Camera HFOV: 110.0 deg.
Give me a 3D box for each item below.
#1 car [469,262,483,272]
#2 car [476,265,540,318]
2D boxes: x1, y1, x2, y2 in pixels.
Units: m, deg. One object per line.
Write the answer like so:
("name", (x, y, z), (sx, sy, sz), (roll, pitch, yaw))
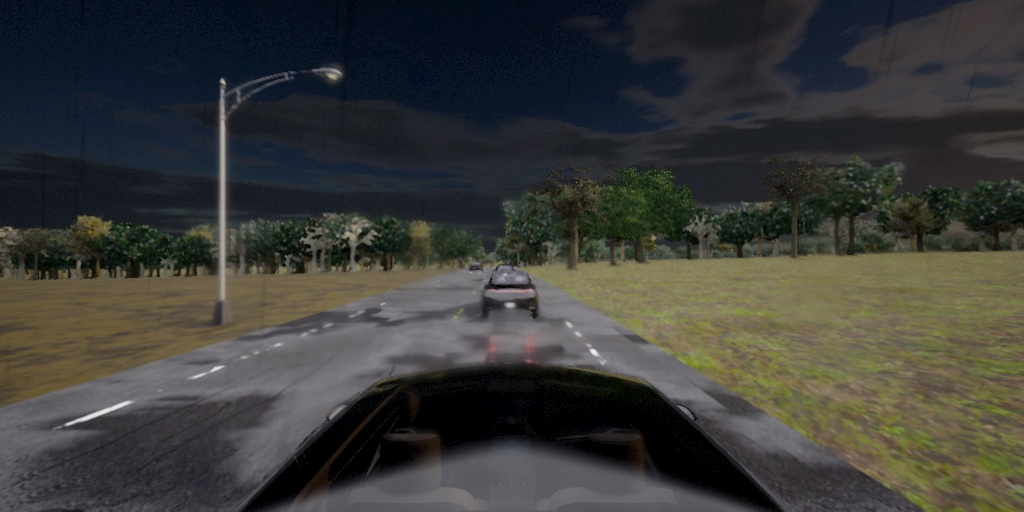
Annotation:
("car", (-5.191, 1.527, 52.460), (2.033, 1.411, 5.357), (0, -1, -2))
("car", (-0.080, 1.262, 13.089), (2.128, 1.511, 4.902), (0, 0, -1))
